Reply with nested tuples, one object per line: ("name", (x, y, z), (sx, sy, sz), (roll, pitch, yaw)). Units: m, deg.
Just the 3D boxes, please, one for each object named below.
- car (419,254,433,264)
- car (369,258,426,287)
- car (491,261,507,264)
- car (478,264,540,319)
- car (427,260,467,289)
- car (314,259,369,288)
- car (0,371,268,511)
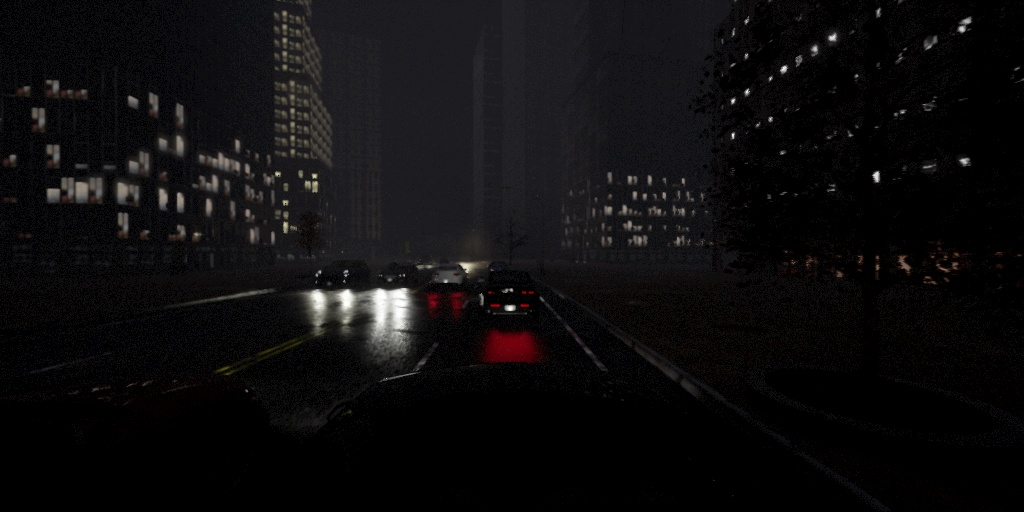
("car", (-15.220, 0.646, 63.471), (2.150, 2.045, 5.566), (0, 0, -9))
("car", (-7.343, 1.128, 23.548), (2.128, 1.511, 4.902), (0, 0, -4))
("car", (-1.153, 1.139, 30.831), (2.033, 1.411, 5.357), (0, 0, -4))
("car", (-0.124, 1.197, 12.468), (1.837, 1.490, 4.892), (0, 0, -2))
("car", (-3.810, 1.167, 22.223), (1.812, 1.442, 4.674), (0, 0, -3))
("car", (-10.551, 0.996, 22.697), (2.097, 1.767, 4.553), (0, 0, -4))
("car", (-3.187, 1.280, 1.387), (1.812, 1.442, 4.674), (0, 0, 0))
